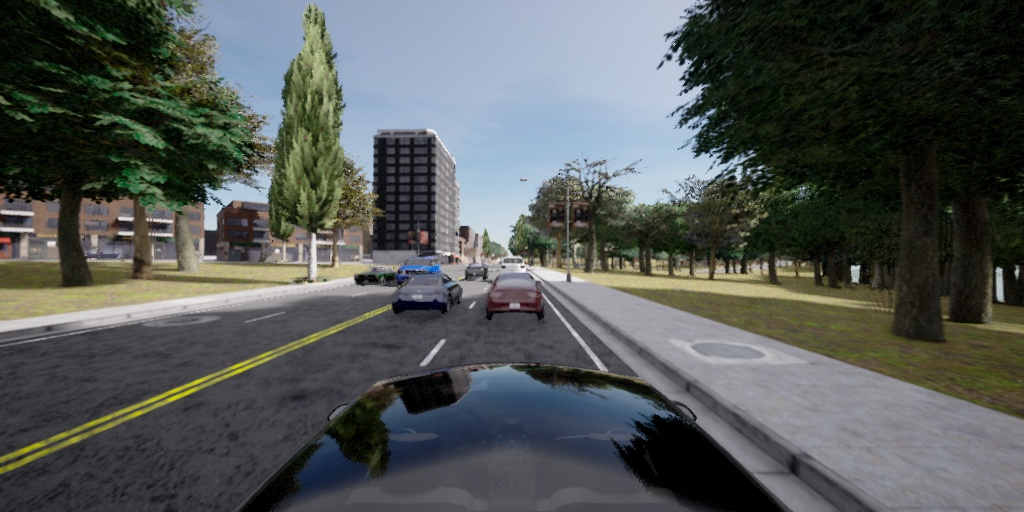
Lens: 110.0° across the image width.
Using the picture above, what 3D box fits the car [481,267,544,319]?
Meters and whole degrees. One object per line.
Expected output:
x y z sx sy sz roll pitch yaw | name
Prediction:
0.090 1.299 12.804 1.812 1.442 4.674 0 0 0 | car

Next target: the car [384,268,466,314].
-3.161 1.341 14.003 1.994 1.385 4.181 0 0 0 | car

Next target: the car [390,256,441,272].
-6.608 1.046 25.930 2.150 2.045 5.566 0 0 0 | car

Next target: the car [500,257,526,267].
0.090 1.075 31.890 2.150 2.045 5.566 0 0 0 | car

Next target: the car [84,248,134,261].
-46.806 -0.139 40.887 5.357 1.411 2.033 2 -2 -43 | car

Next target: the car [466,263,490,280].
-3.162 1.350 32.831 2.128 1.511 4.902 0 0 0 | car

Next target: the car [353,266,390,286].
-9.857 1.428 26.464 1.895 1.301 4.718 0 0 0 | car
